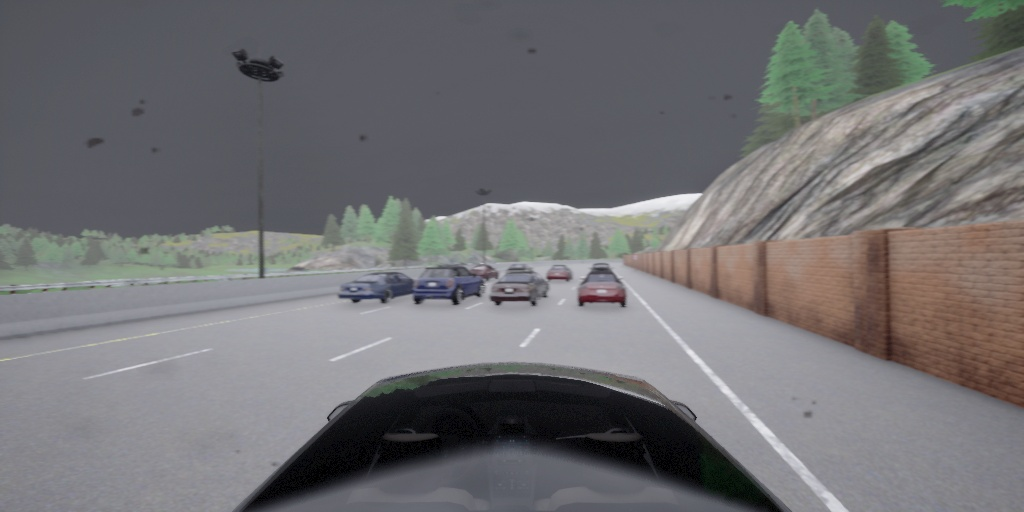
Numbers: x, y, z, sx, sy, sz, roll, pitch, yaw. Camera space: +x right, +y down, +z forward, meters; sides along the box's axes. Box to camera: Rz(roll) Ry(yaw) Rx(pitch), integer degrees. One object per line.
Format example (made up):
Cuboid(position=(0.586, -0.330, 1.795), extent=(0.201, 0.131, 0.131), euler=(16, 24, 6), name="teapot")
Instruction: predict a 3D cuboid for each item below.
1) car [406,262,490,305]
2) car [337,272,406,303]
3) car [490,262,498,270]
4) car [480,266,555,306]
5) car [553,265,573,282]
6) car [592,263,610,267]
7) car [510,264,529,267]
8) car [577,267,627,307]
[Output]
Cuboid(position=(-2.881, 1.249, 17.360), extent=(2.097, 1.767, 4.553), euler=(-1, -1, 14), name="car")
Cuboid(position=(-6.299, 1.501, 18.111), extent=(2.033, 1.411, 5.357), euler=(-1, 0, 14), name="car")
Cuboid(position=(-2.592, 1.529, 33.048), extent=(1.812, 1.442, 4.674), euler=(-1, 0, 14), name="car")
Cuboid(position=(0.495, 1.391, 16.427), extent=(2.033, 1.411, 5.357), euler=(-1, 0, 14), name="car")
Cuboid(position=(4.178, 1.458, 31.271), extent=(1.994, 1.385, 4.181), euler=(-1, 0, 14), name="car")
Cuboid(position=(7.578, 1.346, 30.448), extent=(1.837, 1.490, 4.892), euler=(-1, 0, 14), name="car")
Cuboid(position=(0.782, 1.441, 32.124), extent=(2.128, 1.511, 4.902), euler=(-1, 0, 14), name="car")
Cuboid(position=(3.964, 1.354, 15.862), extent=(1.994, 1.385, 4.181), euler=(-1, 0, 14), name="car")
